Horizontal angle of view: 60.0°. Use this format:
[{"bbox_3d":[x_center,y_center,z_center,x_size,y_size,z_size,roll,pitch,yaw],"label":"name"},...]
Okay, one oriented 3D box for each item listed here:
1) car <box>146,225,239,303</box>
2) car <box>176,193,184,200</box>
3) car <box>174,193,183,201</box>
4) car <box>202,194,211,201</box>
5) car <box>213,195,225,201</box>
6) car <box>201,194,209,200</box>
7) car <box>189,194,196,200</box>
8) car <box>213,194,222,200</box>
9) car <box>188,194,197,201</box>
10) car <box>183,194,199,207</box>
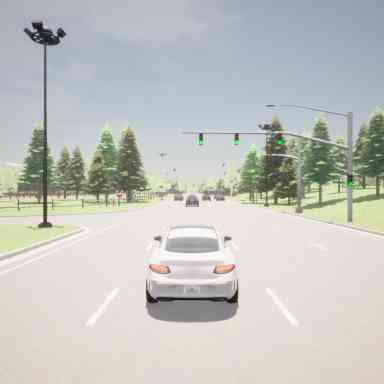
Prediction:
[{"bbox_3d":[0.015,1.526,8.065,1.812,1.442,4.674,0,0,0],"label":"car"},{"bbox_3d":[-3.394,1.188,92.975,2.097,1.767,4.553,0,0,0],"label":"car"},{"bbox_3d":[-3.405,1.544,82.969,1.994,1.385,4.181,0,0,0],"label":"car"},{"bbox_3d":[3.595,1.348,82.964,2.097,1.767,4.553,0,0,0],"label":"car"},{"bbox_3d":[7.094,1.517,82.573,2.128,1.511,4.902,0,0,0],"label":"car"},{"bbox_3d":[3.606,1.372,92.997,2.033,1.411,5.357,0,0,0],"label":"car"},{"bbox_3d":[0.106,1.332,93.001,1.837,1.490,4.892,0,0,0],"label":"car"},{"bbox_3d":[7.106,1.385,92.993,1.994,1.385,4.181,0,0,0],"label":"car"},{"bbox_3d":[0.095,1.348,82.968,2.097,1.767,4.553,0,0,0],"label":"car"},{"bbox_3d":[0.059,1.352,51.938,2.097,1.767,4.553,0,0,0],"label":"car"}]
